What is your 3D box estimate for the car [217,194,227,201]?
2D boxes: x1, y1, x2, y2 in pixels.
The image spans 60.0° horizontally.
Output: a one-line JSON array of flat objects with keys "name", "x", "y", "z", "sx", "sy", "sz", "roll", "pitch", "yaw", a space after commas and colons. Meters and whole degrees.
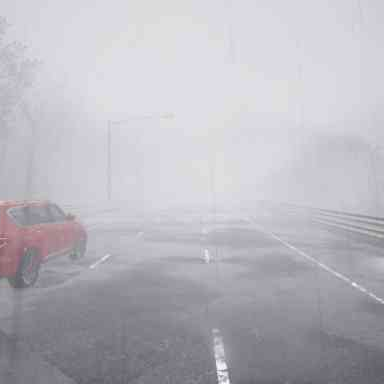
[{"name": "car", "x": 7.693, "y": 1.437, "z": 86.132, "sx": 2.097, "sy": 1.767, "sz": 4.553, "roll": 0, "pitch": 0, "yaw": 7}]

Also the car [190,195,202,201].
[{"name": "car", "x": 0.599, "y": 1.621, "z": 85.736, "sx": 2.033, "sy": 1.411, "sz": 5.357, "roll": 0, "pitch": 0, "yaw": 7}]

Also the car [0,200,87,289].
[{"name": "car", "x": -4.785, "y": 1.224, "z": 9.293, "sx": 2.150, "sy": 2.045, "sz": 5.566, "roll": 0, "pitch": 0, "yaw": 1}]

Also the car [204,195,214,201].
[{"name": "car", "x": 4.129, "y": 1.676, "z": 85.789, "sx": 1.895, "sy": 1.301, "sz": 4.718, "roll": 0, "pitch": 0, "yaw": 7}]
